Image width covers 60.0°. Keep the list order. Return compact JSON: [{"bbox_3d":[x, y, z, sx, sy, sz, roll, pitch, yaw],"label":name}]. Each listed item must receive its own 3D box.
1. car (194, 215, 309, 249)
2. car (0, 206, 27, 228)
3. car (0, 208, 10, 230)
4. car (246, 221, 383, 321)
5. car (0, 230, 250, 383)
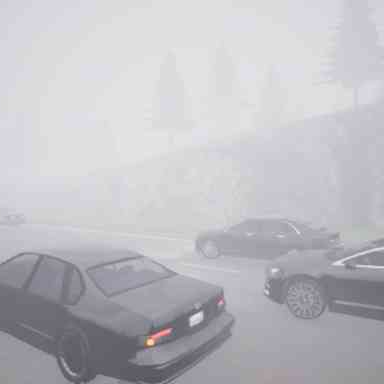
[{"bbox_3d":[2.325,1.523,10.952,4.892,1.490,1.837,0,0,35],"label":"car"},{"bbox_3d":[-13.053,1.633,21.931,5.357,1.411,2.033,0,0,36],"label":"car"},{"bbox_3d":[-11.567,1.616,16.566,5.357,1.411,2.033,0,0,36],"label":"car"},{"bbox_3d":[3.680,1.494,5.700,4.902,1.511,2.128,0,0,35],"label":"car"},{"bbox_3d":[-1.988,1.565,5.417,5.357,1.411,2.033,0,0,36],"label":"car"}]
